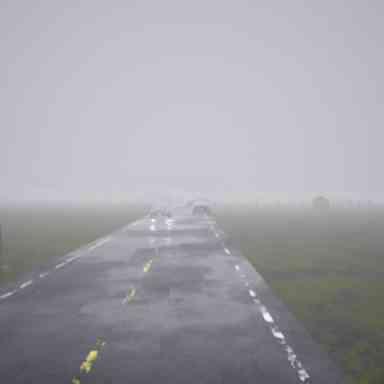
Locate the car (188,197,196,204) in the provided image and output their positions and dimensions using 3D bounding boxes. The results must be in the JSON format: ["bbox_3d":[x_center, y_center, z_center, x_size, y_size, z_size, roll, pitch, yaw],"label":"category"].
[{"bbox_3d":[-0.017,1.711,70.573,1.812,1.442,4.674,0,0,0],"label":"car"}]

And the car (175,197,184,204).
[{"bbox_3d":[-2.768,1.892,72.336,2.033,1.411,5.357,0,0,0],"label":"car"}]

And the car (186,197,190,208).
[{"bbox_3d":[-0.013,1.795,54.194,1.837,1.490,4.892,0,0,0],"label":"car"}]

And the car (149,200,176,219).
[{"bbox_3d":[-2.853,1.699,31.728,1.812,1.442,4.674,0,0,0],"label":"car"}]

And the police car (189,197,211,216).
[{"bbox_3d":[0.954,1.617,35.132,1.930,1.638,5.238,0,0,0],"label":"police car"}]
